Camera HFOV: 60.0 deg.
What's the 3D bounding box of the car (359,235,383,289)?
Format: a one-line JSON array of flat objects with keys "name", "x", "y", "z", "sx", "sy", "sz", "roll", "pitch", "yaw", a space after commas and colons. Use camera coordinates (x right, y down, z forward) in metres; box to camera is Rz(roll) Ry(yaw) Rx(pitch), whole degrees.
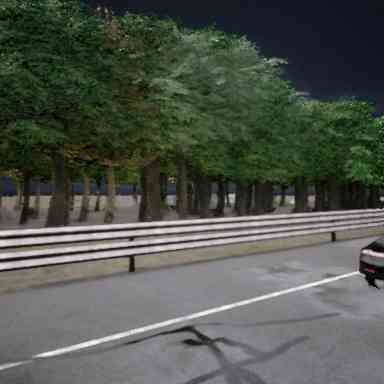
[{"name": "car", "x": 5.933, "y": 1.506, "z": 7.976, "sx": 4.902, "sy": 1.511, "sz": 2.128, "roll": 0, "pitch": 0, "yaw": -35}]
